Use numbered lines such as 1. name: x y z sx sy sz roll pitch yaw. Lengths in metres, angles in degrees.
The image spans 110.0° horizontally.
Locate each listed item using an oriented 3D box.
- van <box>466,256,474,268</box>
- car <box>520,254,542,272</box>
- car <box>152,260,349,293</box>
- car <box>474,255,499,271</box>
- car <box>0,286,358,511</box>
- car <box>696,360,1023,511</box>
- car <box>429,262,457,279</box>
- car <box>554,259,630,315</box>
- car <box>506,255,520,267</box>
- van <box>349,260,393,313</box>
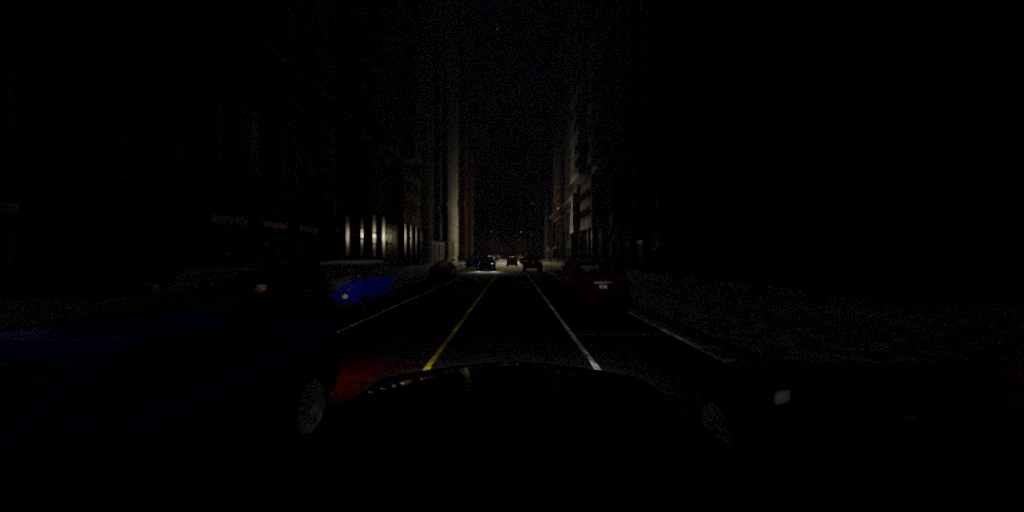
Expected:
1. van: -5.760 0.862 52.683 1.690 1.789 3.998 0 0 0
2. car: 2.396 0.791 42.762 2.150 2.045 5.566 0 0 0
3. car: -5.762 1.036 7.591 2.192 1.841 5.009 0 0 0
4. car: -3.080 0.908 44.120 2.097 1.767 4.553 0 0 0
5. car: -3.100 1.224 2.454 1.882 1.535 5.008 0 0 0
6. car: 2.762 1.294 1.969 1.888 1.381 4.507 0 0 0
7. car: -5.761 1.162 30.137 1.888 1.381 4.507 0 0 0
8. car: 2.763 1.008 13.241 2.192 1.841 5.009 0 0 0
9. car: 0.004 1.016 59.996 1.812 1.442 4.674 0 0 0
10. van: -5.762 1.035 13.227 1.690 1.789 3.998 0 0 0
